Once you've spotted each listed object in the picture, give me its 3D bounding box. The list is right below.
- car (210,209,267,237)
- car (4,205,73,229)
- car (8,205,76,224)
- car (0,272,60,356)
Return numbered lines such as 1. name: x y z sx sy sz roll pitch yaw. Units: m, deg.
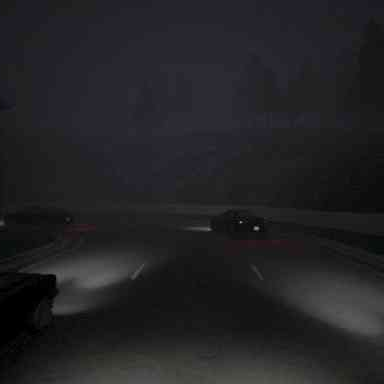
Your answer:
1. car: 2.638 1.734 19.507 1.812 1.442 4.674 1 -1 -18
2. car: -10.740 1.704 23.243 5.008 1.535 1.882 0 -2 18
3. car: -12.047 1.788 26.871 4.674 1.442 1.812 0 -1 6
4. car: -3.326 1.638 3.872 1.895 1.301 4.718 0 -1 1
